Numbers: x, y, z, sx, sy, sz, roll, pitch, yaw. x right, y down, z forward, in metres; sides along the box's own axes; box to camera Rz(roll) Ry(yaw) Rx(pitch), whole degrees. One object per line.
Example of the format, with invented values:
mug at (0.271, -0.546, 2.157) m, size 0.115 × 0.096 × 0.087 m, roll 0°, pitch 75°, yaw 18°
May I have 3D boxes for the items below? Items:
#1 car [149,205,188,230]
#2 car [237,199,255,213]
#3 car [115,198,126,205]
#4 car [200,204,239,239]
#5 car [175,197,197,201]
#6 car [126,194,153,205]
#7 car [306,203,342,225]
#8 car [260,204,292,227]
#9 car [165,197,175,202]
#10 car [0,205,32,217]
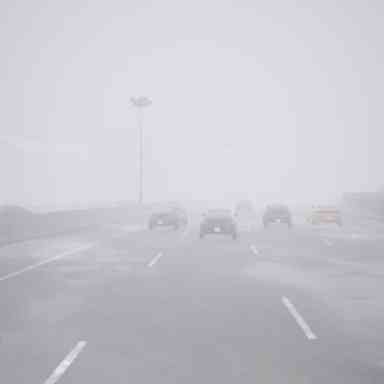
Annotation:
car at (-1.477, 1.593, 21.587) m, size 1.812 × 1.442 × 4.674 m, roll 0°, pitch 0°, yaw 9°
car at (6.343, 1.652, 39.610) m, size 1.837 × 1.490 × 4.892 m, roll 0°, pitch 0°, yaw 17°
car at (-12.120, 1.767, 61.141) m, size 1.895 × 1.301 × 4.718 m, roll 0°, pitch 0°, yaw 23°
car at (1.470, 1.590, 17.803) m, size 1.812 × 1.442 × 4.674 m, roll 0°, pitch 0°, yaw 7°
car at (-0.659, 1.693, 61.169) m, size 2.128 × 1.511 × 4.902 m, roll 0°, pitch 0°, yaw 24°
car at (-8.981, 1.392, 59.571) m, size 2.150 × 2.045 × 5.566 m, roll 0°, pitch 0°, yaw 23°
car at (9.812, 1.592, 25.053) m, size 1.882 × 1.535 × 5.008 m, roll 0°, pitch 0°, yaw 11°
car at (6.032, 1.603, 23.900) m, size 1.837 × 1.490 × 4.892 m, roll 0°, pitch 0°, yaw 11°
car at (-3.518, 1.694, 63.365) m, size 2.128 × 1.511 × 4.902 m, roll 0°, pitch 0°, yaw 24°
car at (-12.302, 1.560, 21.577) m, size 1.812 × 1.442 × 4.674 m, roll 0°, pitch 0°, yaw 9°
